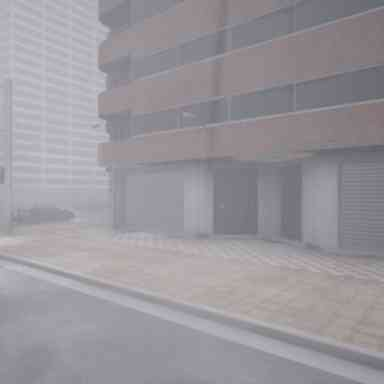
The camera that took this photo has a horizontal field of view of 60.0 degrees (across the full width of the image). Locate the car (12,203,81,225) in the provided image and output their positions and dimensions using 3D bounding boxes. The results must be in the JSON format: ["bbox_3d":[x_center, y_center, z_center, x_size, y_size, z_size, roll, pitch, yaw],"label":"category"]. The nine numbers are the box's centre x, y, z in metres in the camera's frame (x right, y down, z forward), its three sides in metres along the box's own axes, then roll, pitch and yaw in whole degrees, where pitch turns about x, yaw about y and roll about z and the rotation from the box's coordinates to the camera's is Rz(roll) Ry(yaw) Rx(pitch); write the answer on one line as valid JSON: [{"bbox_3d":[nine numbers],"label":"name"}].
[{"bbox_3d":[-10.678,1.554,24.096,1.994,1.385,4.181,0,0,37],"label":"car"}]

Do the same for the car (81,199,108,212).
[{"bbox_3d":[-12.031,1.523,39.815,1.812,1.442,4.674,0,0,38],"label":"car"}]
